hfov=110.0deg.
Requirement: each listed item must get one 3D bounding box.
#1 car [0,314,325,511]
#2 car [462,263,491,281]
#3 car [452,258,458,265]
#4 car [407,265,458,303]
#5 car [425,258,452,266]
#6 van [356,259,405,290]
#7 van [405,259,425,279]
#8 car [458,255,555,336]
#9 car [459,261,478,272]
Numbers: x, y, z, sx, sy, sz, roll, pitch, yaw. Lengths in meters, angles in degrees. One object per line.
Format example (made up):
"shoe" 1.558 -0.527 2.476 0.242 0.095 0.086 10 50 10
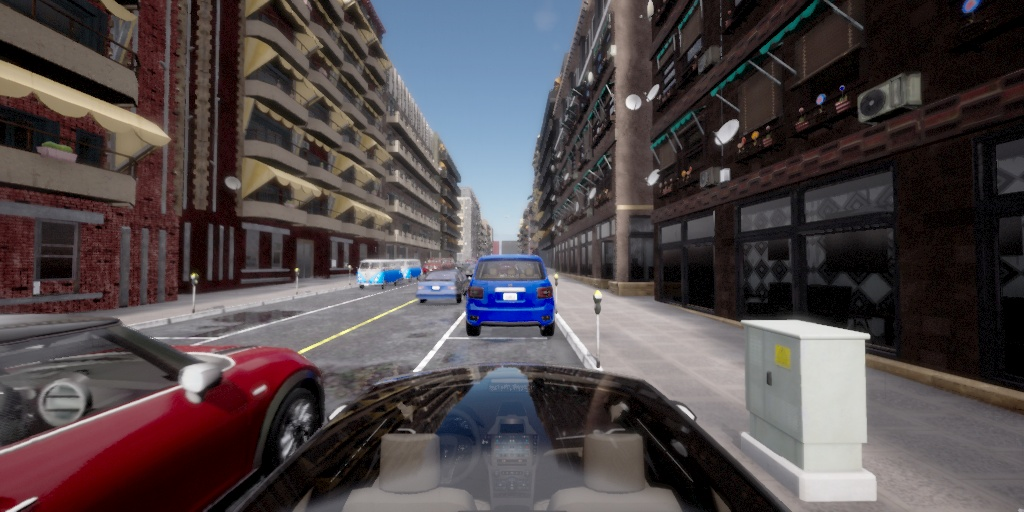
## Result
"car" -3.021 1.101 1.933 2.097 1.767 4.553 0 0 0
"car" -3.020 1.331 31.757 2.033 1.411 5.357 0 0 0
"car" -8.335 1.128 44.724 2.192 1.841 5.009 0 0 0
"car" -3.020 1.308 16.753 2.033 1.411 5.357 0 0 0
"car" -8.335 1.115 39.194 2.192 1.841 5.009 0 0 0
"van" -8.335 1.108 22.603 1.690 1.789 3.998 0 0 0
"van" -8.335 1.118 28.134 1.690 1.789 3.998 0 0 0
"car" -0.039 0.983 10.533 2.150 2.045 5.566 0 0 0
"car" -5.775 1.387 48.220 1.994 1.385 4.181 0 0 0
